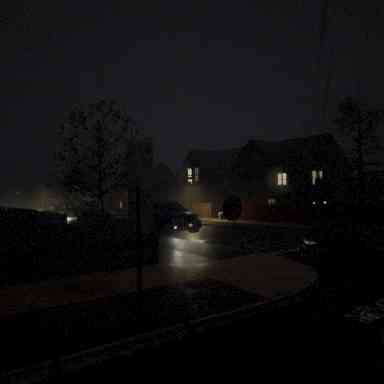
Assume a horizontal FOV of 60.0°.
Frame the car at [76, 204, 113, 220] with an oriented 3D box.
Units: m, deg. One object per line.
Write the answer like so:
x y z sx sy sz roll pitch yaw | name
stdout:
-9.307 2.210 32.447 1.882 1.535 5.008 -1 -1 -35 | car

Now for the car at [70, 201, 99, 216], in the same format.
-13.741 2.186 43.594 2.150 2.045 5.566 -1 -1 -35 | car

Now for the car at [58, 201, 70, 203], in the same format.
-19.932 2.438 52.171 2.150 2.045 5.566 -1 -1 -36 | car

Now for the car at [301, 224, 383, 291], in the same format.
4.989 1.625 9.438 2.033 1.411 5.357 -1 -2 -7 | car

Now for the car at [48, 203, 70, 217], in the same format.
-18.011 2.581 44.724 2.128 1.511 4.902 -1 -1 -35 | car

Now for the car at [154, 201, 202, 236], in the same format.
-1.684 1.640 21.785 2.150 2.045 5.566 -1 0 -35 | car
